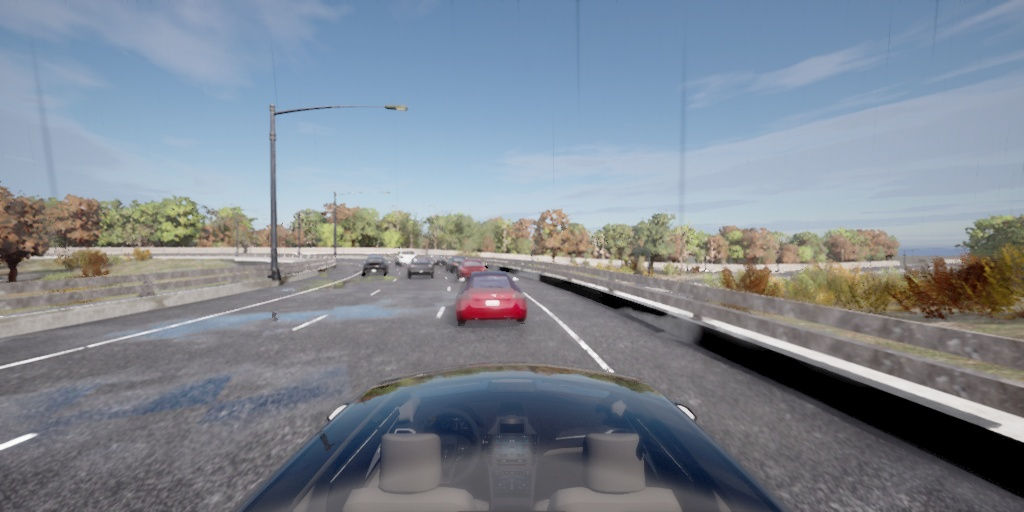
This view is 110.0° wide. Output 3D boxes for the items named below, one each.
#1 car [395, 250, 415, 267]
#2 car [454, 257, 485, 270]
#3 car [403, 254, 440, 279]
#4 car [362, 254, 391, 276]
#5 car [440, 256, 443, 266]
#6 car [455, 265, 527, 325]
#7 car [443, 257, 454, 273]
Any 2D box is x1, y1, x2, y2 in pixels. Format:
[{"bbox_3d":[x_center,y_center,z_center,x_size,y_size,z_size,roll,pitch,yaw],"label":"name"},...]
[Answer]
[{"bbox_3d":[-13.936,0.278,46.921,2.150,2.045,5.566,0,1,-25],"label":"car"},{"bbox_3d":[-2.724,0.924,24.090,1.812,1.442,4.674,0,1,-11],"label":"car"},{"bbox_3d":[-6.943,0.848,27.301,2.128,1.511,4.902,0,1,-15],"label":"car"},{"bbox_3d":[-11.274,0.831,29.845,1.837,1.490,4.892,0,1,-16],"label":"car"},{"bbox_3d":[-9.560,0.670,45.630,1.895,1.301,4.718,-1,1,-23],"label":"car"},{"bbox_3d":[-0.719,1.162,11.299,1.994,1.385,4.181,0,1,-6],"label":"car"},{"bbox_3d":[-5.051,0.781,33.355,1.812,1.442,4.674,0,1,-17],"label":"car"}]
